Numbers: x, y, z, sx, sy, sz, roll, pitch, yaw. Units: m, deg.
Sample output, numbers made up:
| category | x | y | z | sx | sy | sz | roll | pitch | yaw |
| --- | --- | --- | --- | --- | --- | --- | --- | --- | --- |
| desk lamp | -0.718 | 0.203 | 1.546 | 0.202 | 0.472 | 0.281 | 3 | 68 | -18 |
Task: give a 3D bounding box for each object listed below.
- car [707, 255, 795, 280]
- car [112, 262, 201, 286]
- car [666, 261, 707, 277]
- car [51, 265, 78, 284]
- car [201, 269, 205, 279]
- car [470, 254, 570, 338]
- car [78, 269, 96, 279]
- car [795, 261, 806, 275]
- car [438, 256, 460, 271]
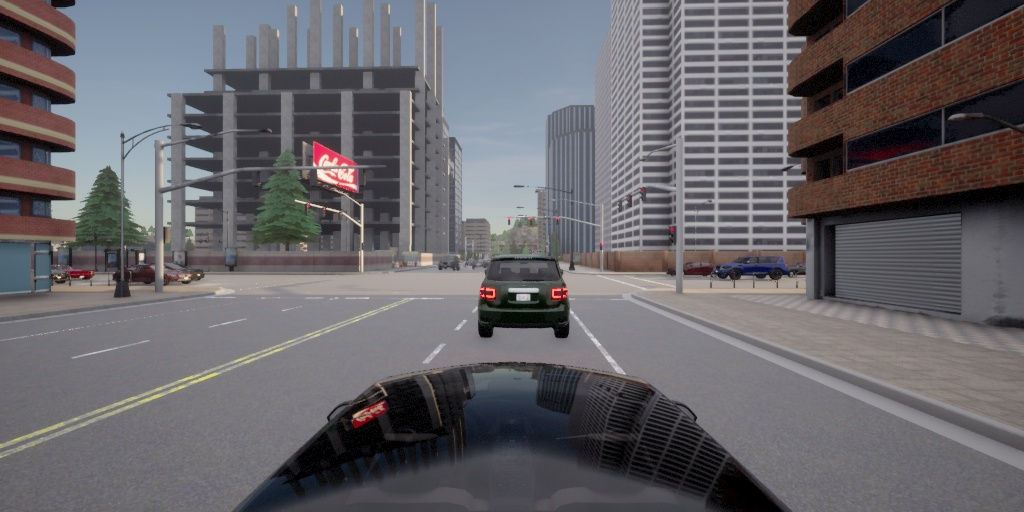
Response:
| category | x | y | z | sx | sy | sz | roll | pitch | yaw |
| --- | --- | --- | --- | --- | --- | --- | --- | --- | --- |
| car | 20.227 | 0.971 | 30.505 | 5.566 | 2.045 | 2.150 | 0 | 0 | 2 |
| car | -24.760 | 1.276 | 24.769 | 4.674 | 1.442 | 1.812 | 0 | 0 | 2 |
| car | 17.312 | 1.228 | 34.099 | 5.008 | 1.535 | 1.882 | 0 | 0 | 2 |
| car | -34.005 | 1.255 | 25.071 | 4.892 | 1.490 | 1.837 | 0 | 0 | 2 |
| car | -27.202 | 1.228 | 28.350 | 5.008 | 1.535 | 1.882 | 0 | 0 | 2 |
| car | 0.339 | 0.971 | 10.313 | 2.150 | 2.045 | 5.566 | 0 | 0 | 2 |
| car | -36.494 | 1.351 | 28.655 | 4.718 | 1.301 | 1.895 | 0 | 0 | 2 |
| car | 27.242 | 1.241 | 33.765 | 4.902 | 1.511 | 2.128 | 0 | 0 | 2 |
| car | -8.812 | 0.971 | 50.509 | 2.150 | 2.045 | 5.566 | 0 | 0 | 2 |
